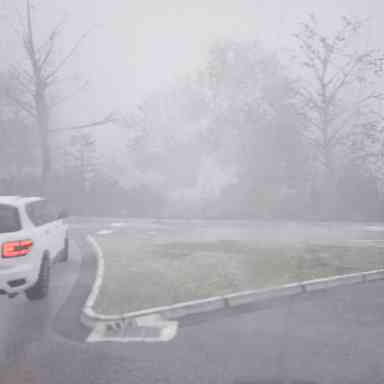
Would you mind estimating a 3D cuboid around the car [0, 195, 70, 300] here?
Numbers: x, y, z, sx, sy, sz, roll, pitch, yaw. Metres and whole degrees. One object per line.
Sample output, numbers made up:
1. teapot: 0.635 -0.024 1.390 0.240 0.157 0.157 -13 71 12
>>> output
1. car: -4.303 1.082 7.867 2.150 2.045 5.566 0 1 -14
